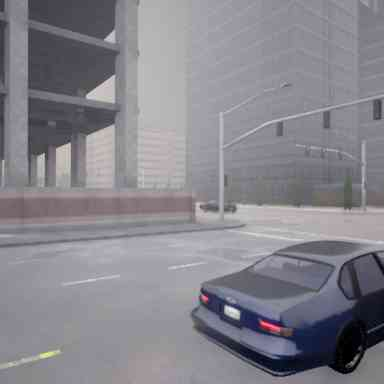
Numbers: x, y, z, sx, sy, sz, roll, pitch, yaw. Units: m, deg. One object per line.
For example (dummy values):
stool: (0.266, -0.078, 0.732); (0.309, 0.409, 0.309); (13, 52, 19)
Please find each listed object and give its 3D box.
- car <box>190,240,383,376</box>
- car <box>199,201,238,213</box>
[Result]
car: (2.554, 1.562, 5.607); (5.357, 1.411, 2.033); (0, 0, -35)
car: (2.951, 1.668, 37.360); (1.895, 1.301, 4.718); (0, 0, -36)
